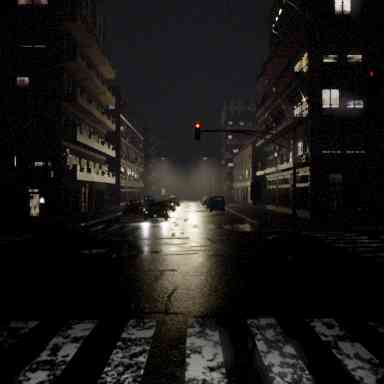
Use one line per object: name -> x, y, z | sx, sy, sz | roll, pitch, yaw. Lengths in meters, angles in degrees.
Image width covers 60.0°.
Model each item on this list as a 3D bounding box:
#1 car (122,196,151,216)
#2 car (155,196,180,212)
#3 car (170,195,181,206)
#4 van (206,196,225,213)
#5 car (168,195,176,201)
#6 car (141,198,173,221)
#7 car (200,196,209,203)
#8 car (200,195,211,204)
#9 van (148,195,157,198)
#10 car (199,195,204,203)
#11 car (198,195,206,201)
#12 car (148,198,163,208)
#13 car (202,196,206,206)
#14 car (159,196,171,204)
car -> -5.411, 1.432, 31.970 | 1.967, 1.590, 4.097 | 0, 0, 0
car -> -2.809, 1.537, 38.082 | 2.033, 1.411, 5.357 | 0, 0, 0
car -> -2.785, 1.511, 50.281 | 1.812, 1.442, 4.674 | 0, 0, 0
van -> 2.733, 1.331, 36.922 | 1.690, 1.788, 3.998 | 0, 0, 0
car -> -5.225, 1.512, 87.785 | 2.008, 1.369, 4.403 | 0, 0, 0
car -> -2.809, 1.519, 27.440 | 1.812, 1.442, 4.674 | 0, 0, -1
car -> 2.638, 1.520, 71.032 | 1.887, 1.381, 4.507 | 0, 0, 0
car -> 2.632, 1.419, 65.451 | 1.967, 1.590, 4.097 | 0, 0, 0
van -> -5.365, 1.329, 43.134 | 1.690, 1.788, 3.998 | 0, 0, 0
car -> 2.623, 1.550, 54.288 | 1.947, 1.339, 4.313 | 0, 0, 0
car -> 2.655, 1.527, 87.777 | 1.947, 1.339, 4.313 | 0, 0, 0
car -> -5.313, 1.568, 48.715 | 1.802, 1.307, 4.206 | 0, 0, 0
car -> 2.704, 1.533, 43.126 | 1.887, 1.381, 4.507 | 0, 0, 0
car -> -5.248, 1.524, 65.459 | 1.887, 1.381, 4.507 | 0, 0, 0
